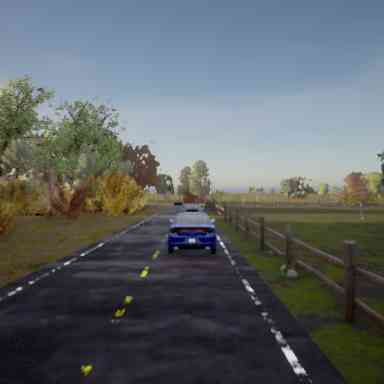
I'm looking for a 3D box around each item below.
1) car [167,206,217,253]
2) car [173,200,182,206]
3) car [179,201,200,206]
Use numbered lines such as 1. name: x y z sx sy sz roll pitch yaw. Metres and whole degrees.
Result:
1. car: 0.007 1.613 14.489 1.882 1.535 5.008 0 0 0
2. car: -2.741 2.214 66.630 1.895 1.301 4.718 0 -1 0
3. car: 0.008 1.780 29.311 1.837 1.490 4.892 0 0 0
